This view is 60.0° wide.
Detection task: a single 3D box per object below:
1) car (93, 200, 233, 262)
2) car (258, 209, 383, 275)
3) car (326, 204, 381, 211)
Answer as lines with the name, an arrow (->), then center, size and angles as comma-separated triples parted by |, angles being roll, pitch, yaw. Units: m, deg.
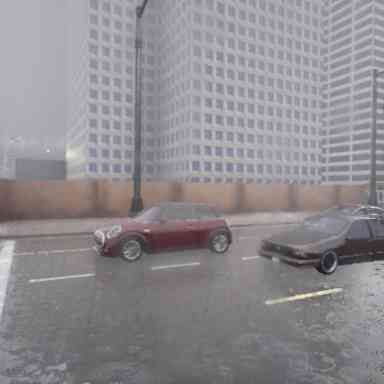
car -> -0.942, 1.157, 11.200 | 4.553, 1.767, 2.097 | 0, 1, -27
car -> 4.634, 1.433, 10.081 | 5.357, 1.411, 2.033 | 0, 1, -26
car -> 7.250, 1.324, 15.280 | 4.902, 1.511, 2.128 | 0, 1, -26
